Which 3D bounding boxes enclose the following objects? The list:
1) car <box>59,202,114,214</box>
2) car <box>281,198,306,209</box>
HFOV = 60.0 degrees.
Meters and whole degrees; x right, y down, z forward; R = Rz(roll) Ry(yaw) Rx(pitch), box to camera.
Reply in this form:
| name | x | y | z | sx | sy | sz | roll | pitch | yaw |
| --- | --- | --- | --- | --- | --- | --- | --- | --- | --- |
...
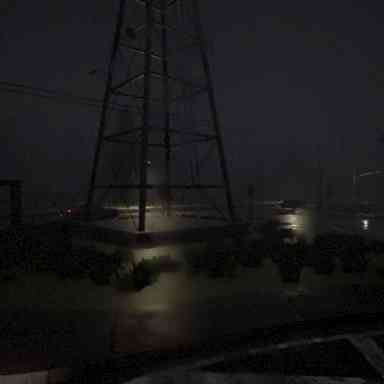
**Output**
| name | x | y | z | sx | sy | sz | roll | pitch | yaw |
| --- | --- | --- | --- | --- | --- | --- | --- | --- | --- |
| car | -8.118 | 1.565 | 26.625 | 4.674 | 1.442 | 1.812 | 0 | 0 | -40 |
| car | 13.924 | 1.552 | 45.275 | 4.181 | 1.385 | 1.994 | 0 | 0 | -40 |
